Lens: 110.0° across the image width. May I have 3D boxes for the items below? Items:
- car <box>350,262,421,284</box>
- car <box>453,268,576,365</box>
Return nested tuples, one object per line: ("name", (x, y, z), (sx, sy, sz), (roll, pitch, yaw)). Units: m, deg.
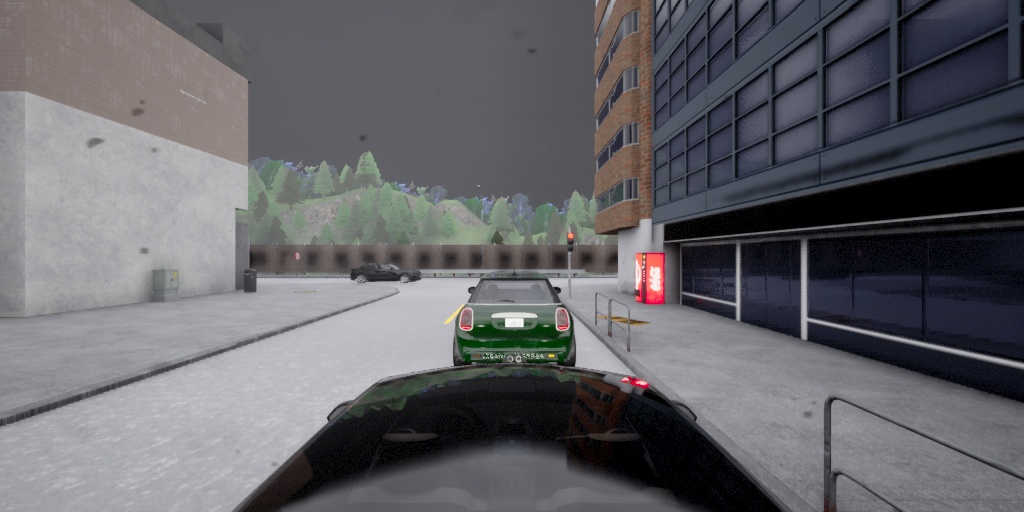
("car", (-9.190, 1.227, 26.269), (5.008, 1.535, 1.882), (0, 0, 0))
("car", (0.055, 1.102, 7.939), (2.097, 1.767, 4.553), (0, 0, 0))
